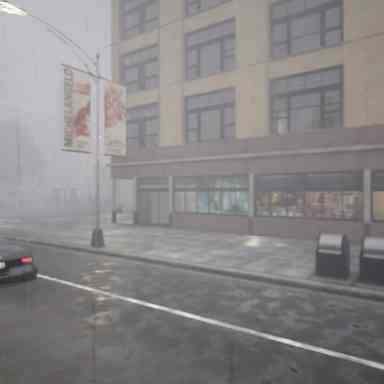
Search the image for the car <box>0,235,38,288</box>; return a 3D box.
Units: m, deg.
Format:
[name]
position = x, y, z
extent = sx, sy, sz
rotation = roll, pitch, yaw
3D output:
[car]
position = -5.974, 1.548, 8.217
extent = 5.357, 1.411, 2.033
rotation = 0, 0, 35
